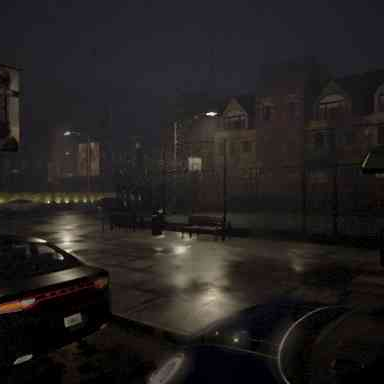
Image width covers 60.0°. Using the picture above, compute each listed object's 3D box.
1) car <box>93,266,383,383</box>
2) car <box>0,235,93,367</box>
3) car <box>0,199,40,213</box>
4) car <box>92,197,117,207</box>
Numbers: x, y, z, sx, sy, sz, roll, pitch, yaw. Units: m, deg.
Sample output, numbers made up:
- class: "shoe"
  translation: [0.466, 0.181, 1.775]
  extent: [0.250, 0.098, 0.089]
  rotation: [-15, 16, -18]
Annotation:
- class: "car"
  translation: [1.778, 1.354, 2.036]
  extent: [4.553, 1.767, 2.185]
  rotation: [0, 0, 35]
- class: "car"
  translation: [-3.532, 1.479, 5.656]
  extent: [5.008, 1.535, 2.097]
  rotation: [0, 0, 35]
- class: "car"
  translation: [-19.131, 1.523, 36.613]
  extent: [1.812, 1.442, 4.674]
  rotation: [0, 0, 35]
- class: "car"
  translation: [-13.172, 1.522, 51.199]
  extent: [1.812, 1.442, 4.674]
  rotation: [0, 0, 35]
